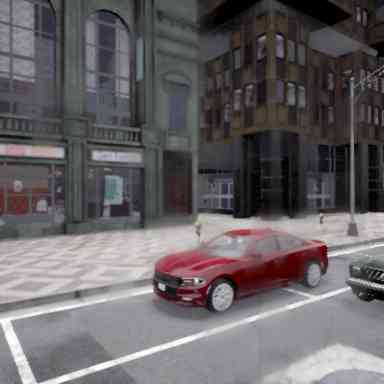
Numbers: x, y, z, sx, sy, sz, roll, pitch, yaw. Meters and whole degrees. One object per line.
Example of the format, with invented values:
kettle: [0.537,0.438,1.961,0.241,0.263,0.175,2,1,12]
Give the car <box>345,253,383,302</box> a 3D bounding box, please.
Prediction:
car: [5.309,1.579,7.047,4.718,1.301,1.895,0,0,-36]

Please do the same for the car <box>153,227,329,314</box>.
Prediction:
car: [1.265,1.530,7.557,4.507,1.381,1.887,0,0,-36]
